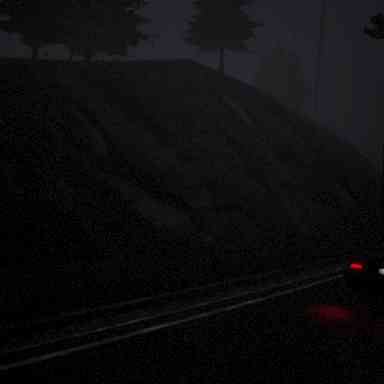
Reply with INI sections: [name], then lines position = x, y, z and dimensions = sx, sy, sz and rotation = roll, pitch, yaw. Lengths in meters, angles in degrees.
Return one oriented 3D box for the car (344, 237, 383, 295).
[car]
position = 5.743, 1.652, 8.152
dimensions = 5.357, 1.411, 2.033
rotation = 1, -1, -40
